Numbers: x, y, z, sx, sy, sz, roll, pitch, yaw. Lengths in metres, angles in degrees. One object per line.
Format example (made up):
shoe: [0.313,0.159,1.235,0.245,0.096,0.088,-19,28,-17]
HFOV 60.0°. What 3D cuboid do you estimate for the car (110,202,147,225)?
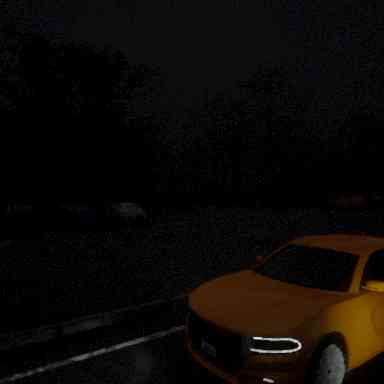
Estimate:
car: [-4.769,1.423,23.126,2.002,1.452,4.674,-1,0,-35]

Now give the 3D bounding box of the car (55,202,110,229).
car: [-7.339,1.405,21.307,2.097,1.535,5.008,-1,0,-35]

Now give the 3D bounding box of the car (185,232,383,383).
car: [2.213,1.442,5.140,5.008,1.535,1.882,0,0,-35]

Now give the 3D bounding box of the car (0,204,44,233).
car: [-9.999,1.430,19.399,2.231,1.521,4.892,-1,0,-35]

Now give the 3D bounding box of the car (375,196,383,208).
car: [22.967,1.162,42.883,2.097,1.535,5.008,0,0,-35]

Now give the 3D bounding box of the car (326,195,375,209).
car: [18.437,1.183,39.644,2.097,1.535,5.008,0,0,-35]
